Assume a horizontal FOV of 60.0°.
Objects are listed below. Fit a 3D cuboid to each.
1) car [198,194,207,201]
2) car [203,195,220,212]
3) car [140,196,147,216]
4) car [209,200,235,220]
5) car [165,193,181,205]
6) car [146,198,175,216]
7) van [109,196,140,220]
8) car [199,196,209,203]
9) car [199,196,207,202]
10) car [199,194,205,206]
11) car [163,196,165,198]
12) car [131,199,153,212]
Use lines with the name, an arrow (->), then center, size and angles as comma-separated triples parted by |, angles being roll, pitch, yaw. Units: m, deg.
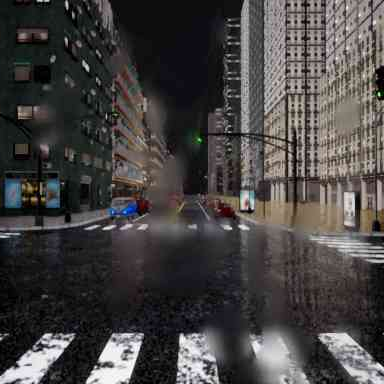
car -> 2.551, 1.373, 83.170 | 2.192, 1.841, 5.009 | 0, 0, 0
car -> 2.629, 1.455, 38.949 | 1.967, 1.590, 4.097 | 0, 0, 0
car -> -5.741, 1.327, 33.407 | 2.192, 1.841, 5.009 | 0, 0, 0
car -> 2.648, 1.591, 27.893 | 1.802, 1.307, 4.206 | 0, 0, 0
car -> -3.106, 1.152, 59.362 | 2.150, 2.045, 5.566 | 0, 0, 0
car -> -3.058, 1.579, 33.133 | 1.994, 1.385, 4.181 | 0, 0, 0
van -> -5.731, 1.350, 27.880 | 1.690, 1.788, 3.998 | 0, 0, 0
car -> 2.569, 1.590, 72.115 | 1.887, 1.381, 4.507 | 0, 0, 0
car -> 2.559, 1.633, 77.642 | 1.802, 1.307, 4.206 | 0, 0, 0
car -> 2.599, 1.467, 55.532 | 1.967, 1.590, 4.097 | 0, 0, 0
car -> -5.821, 1.491, 77.628 | 1.967, 1.590, 4.097 | 0, 0, 0
car -> -5.753, 1.560, 38.935 | 1.887, 1.381, 4.507 | 0, 0, 0
